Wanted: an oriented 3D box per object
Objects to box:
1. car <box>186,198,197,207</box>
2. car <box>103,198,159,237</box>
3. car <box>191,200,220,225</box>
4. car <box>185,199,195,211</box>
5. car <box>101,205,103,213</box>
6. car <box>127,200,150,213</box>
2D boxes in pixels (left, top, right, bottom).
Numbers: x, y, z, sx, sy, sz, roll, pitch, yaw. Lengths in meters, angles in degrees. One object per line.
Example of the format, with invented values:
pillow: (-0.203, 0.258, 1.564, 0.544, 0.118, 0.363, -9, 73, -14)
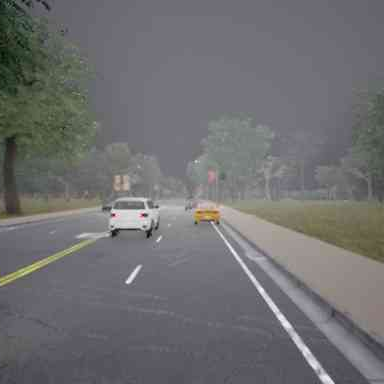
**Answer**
car: (-0.082, 1.965, 62.971, 2.033, 1.411, 5.357, 0, 0, 0)
car: (-3.168, 1.344, 19.128, 2.150, 2.045, 5.566, 0, 0, 0)
car: (1.108, 1.641, 26.003, 1.882, 1.535, 5.008, 0, 0, 0)
car: (-0.037, 1.829, 45.374, 2.033, 1.411, 5.357, 0, 0, 0)
car: (-9.888, 1.735, 41.569, 1.882, 1.535, 5.008, 0, 0, 0)
car: (-6.642, 1.748, 41.720, 2.128, 1.511, 4.902, 0, 0, 0)
